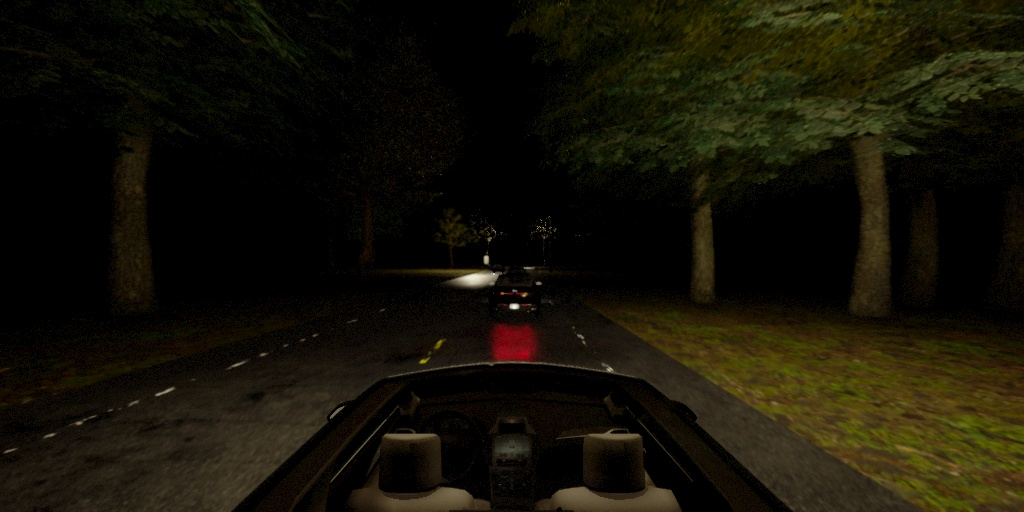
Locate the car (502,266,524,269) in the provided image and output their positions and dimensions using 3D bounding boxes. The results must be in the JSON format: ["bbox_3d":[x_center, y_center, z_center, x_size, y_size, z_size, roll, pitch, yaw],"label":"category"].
[{"bbox_3d":[0.405,1.659,29.733,1.812,1.442,4.674,0,-1,2],"label":"car"}]

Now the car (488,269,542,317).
[{"bbox_3d":[0.128,1.422,14.124,1.837,1.490,4.892,0,0,1],"label":"car"}]

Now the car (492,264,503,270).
[{"bbox_3d":[-2.247,2.110,59.403,2.033,1.411,5.357,0,-1,3],"label":"car"}]
